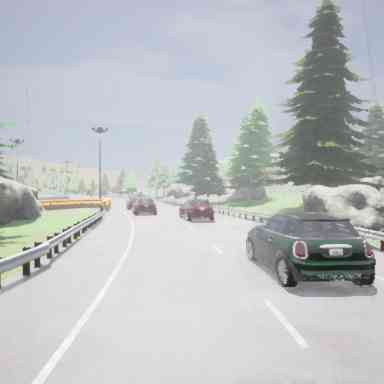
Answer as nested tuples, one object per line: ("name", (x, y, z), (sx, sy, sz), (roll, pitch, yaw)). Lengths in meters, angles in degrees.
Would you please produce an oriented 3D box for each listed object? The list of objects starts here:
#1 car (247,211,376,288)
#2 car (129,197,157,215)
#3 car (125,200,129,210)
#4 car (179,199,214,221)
("car", (3.028, 1.352, 9.479), (2.097, 1.767, 4.553), (0, 0, -4))
("car", (-4.839, 1.354, 33.542), (2.097, 1.767, 4.553), (0, 0, -14))
("car", (-7.516, 1.508, 43.443), (1.837, 1.490, 4.892), (0, 0, -16))
("car", (0.286, 1.354, 27.197), (2.097, 1.767, 4.553), (0, 0, -12))
